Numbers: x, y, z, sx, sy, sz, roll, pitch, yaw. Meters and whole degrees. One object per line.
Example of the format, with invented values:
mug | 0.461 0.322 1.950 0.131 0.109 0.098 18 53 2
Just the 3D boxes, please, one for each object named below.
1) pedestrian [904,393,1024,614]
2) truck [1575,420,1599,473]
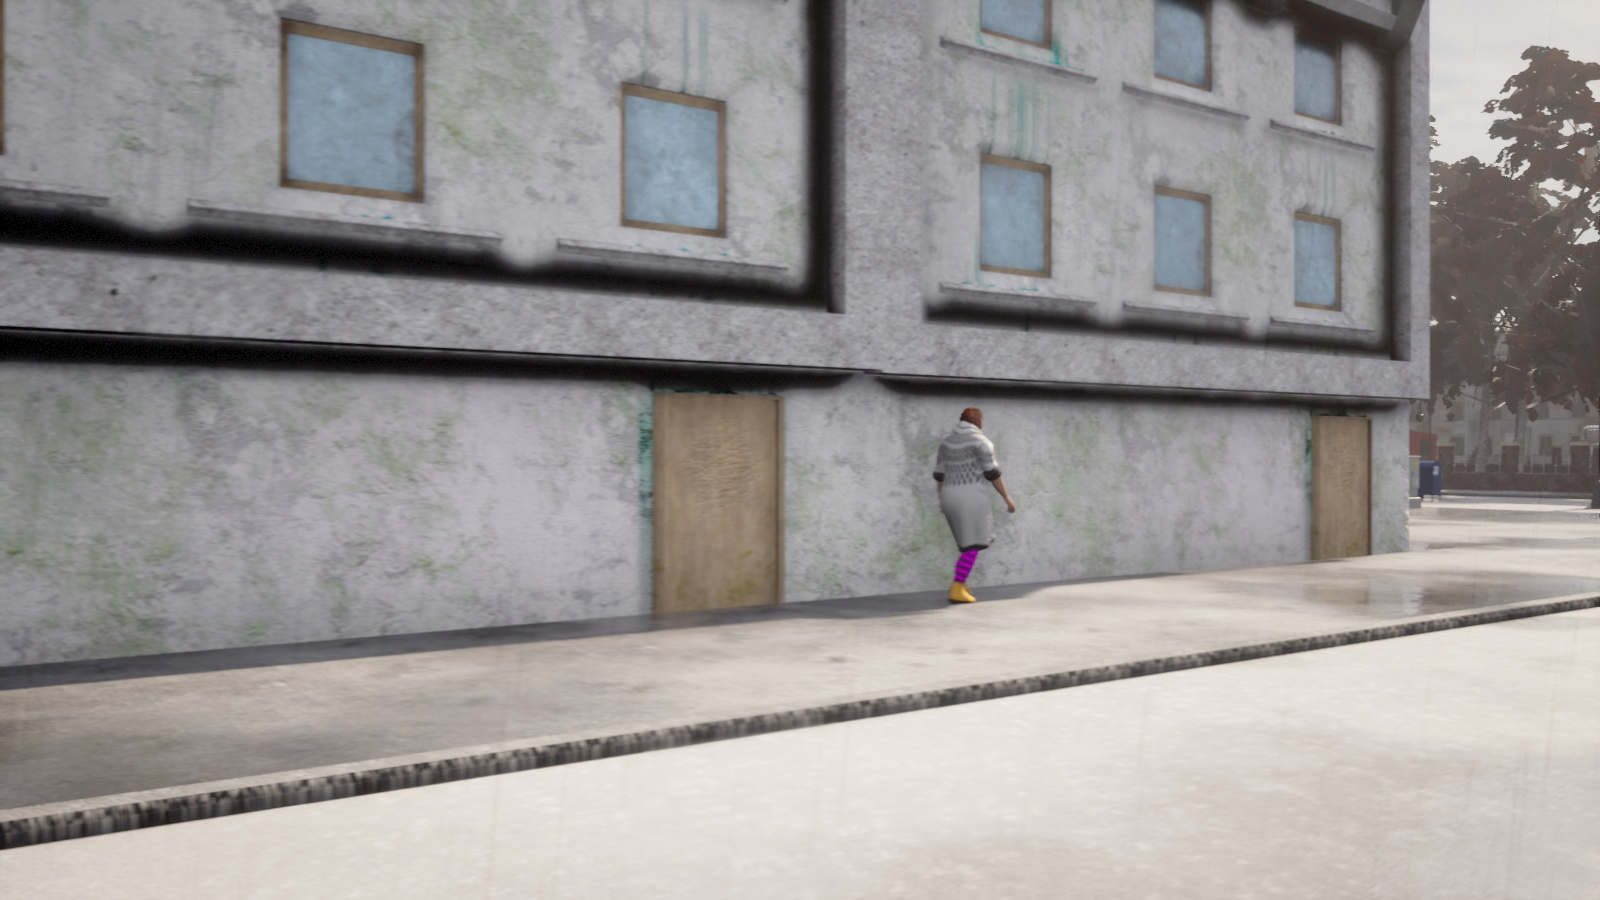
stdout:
pedestrian | 1.511 0.473 11.582 0.873 1.952 0.659 0 0 -35
truck | 54.801 -0.237 80.810 2.891 3.462 7.936 0 0 -35
